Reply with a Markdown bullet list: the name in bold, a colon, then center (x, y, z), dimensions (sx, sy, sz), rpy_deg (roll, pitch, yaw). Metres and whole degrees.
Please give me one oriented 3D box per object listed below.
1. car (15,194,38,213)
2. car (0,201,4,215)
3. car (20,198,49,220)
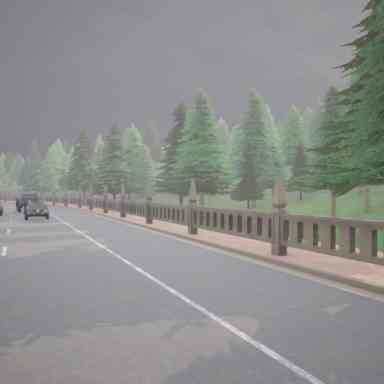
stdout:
- **car**: center (-18.732, 1.220, 37.904), dimensions (2.150, 2.045, 5.566), rpy_deg (0, 0, -31)
- **car**: center (-19.966, 1.351, 33.141), dimensions (2.097, 1.767, 4.553), rpy_deg (0, 0, -29)
- **car**: center (-13.337, 1.546, 28.420), dimensions (2.033, 1.411, 5.357), rpy_deg (0, 0, -28)
